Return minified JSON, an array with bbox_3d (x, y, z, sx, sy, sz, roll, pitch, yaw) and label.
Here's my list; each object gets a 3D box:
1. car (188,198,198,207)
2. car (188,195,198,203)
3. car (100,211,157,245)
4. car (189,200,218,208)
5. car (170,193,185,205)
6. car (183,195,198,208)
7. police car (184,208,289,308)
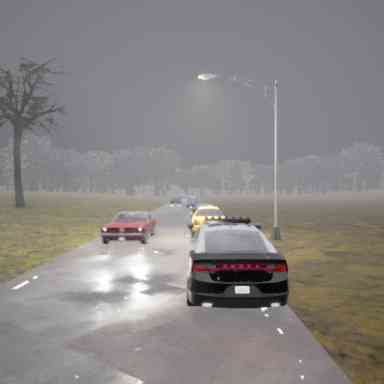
[{"bbox_3d":[0.879,1.450,24.009,1.882,1.535,5.008,0,0,0],"label":"car"},{"bbox_3d":[0.143,1.366,63.165,1.812,1.442,4.674,0,0,0],"label":"car"},{"bbox_3d":[-2.815,1.586,15.604,1.895,1.301,4.718,0,0,0],"label":"car"},{"bbox_3d":[0.866,1.437,18.197,1.801,1.575,5.366,0,0,0],"label":"car"},{"bbox_3d":[-2.710,1.418,56.615,2.033,1.411,5.357,0,0,0],"label":"car"},{"bbox_3d":[0.139,1.461,45.845,2.033,1.411,5.357,0,0,1],"label":"car"},{"bbox_3d":[0.843,1.419,8.117,1.930,1.638,5.238,0,0,0],"label":"police car"}]
